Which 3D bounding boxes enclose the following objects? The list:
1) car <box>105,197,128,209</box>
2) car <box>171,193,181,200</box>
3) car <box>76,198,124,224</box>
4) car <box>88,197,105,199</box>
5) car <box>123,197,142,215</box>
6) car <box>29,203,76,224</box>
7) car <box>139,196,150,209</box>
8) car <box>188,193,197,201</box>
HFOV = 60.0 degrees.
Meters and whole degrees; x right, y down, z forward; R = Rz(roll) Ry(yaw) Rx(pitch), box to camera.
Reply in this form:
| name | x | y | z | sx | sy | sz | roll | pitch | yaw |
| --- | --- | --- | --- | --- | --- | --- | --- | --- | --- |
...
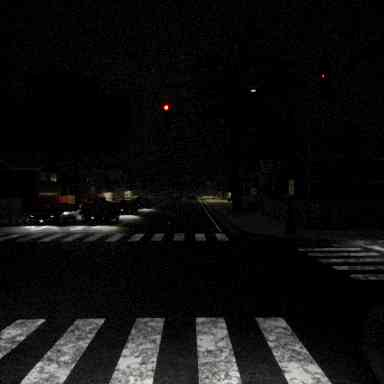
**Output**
| name | x | y | z | sx | sy | sz | roll | pitch | yaw |
| --- | --- | --- | --- | --- | --- | --- | --- | --- | --- |
| car | -9.862 | 1.432 | 43.863 | 1.895 | 1.301 | 4.718 | 0 | 1 | 0 |
| car | -3.184 | 0.937 | 67.802 | 2.128 | 1.511 | 4.902 | 0 | 1 | 0 |
| car | -6.611 | 1.468 | 24.512 | 1.837 | 1.490 | 4.892 | 0 | 0 | 0 |
| car | -9.865 | 1.285 | 33.816 | 2.097 | 1.767 | 4.553 | 0 | 0 | 0 |
| car | -6.612 | 1.499 | 33.409 | 1.994 | 1.385 | 4.181 | 0 | 0 | 0 |
| car | -9.863 | 1.511 | 24.432 | 2.033 | 1.411 | 5.357 | 0 | 0 | 0 |
| car | -6.610 | 1.336 | 43.814 | 1.837 | 1.490 | 4.892 | 0 | 1 | 0 |
| car | 0.070 | 0.935 | 67.114 | 1.882 | 1.535 | 5.008 | 0 | 1 | 0 |
